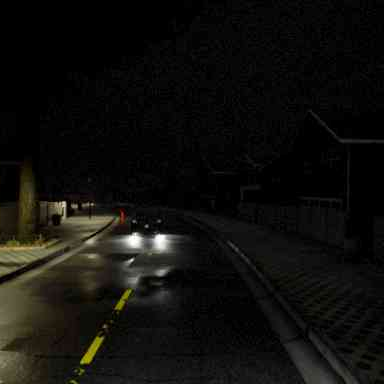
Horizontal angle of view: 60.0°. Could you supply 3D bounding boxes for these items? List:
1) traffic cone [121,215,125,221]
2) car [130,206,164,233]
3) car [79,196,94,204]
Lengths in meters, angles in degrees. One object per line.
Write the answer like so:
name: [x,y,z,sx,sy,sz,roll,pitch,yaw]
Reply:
traffic cone: [-4.906,2.035,22.622,0.340,0.580,0.340,0,0,-8]
car: [-2.708,1.584,20.178,1.812,1.442,4.674,0,0,-7]
car: [-22.618,1.647,71.166,2.128,1.511,4.902,0,0,-37]
